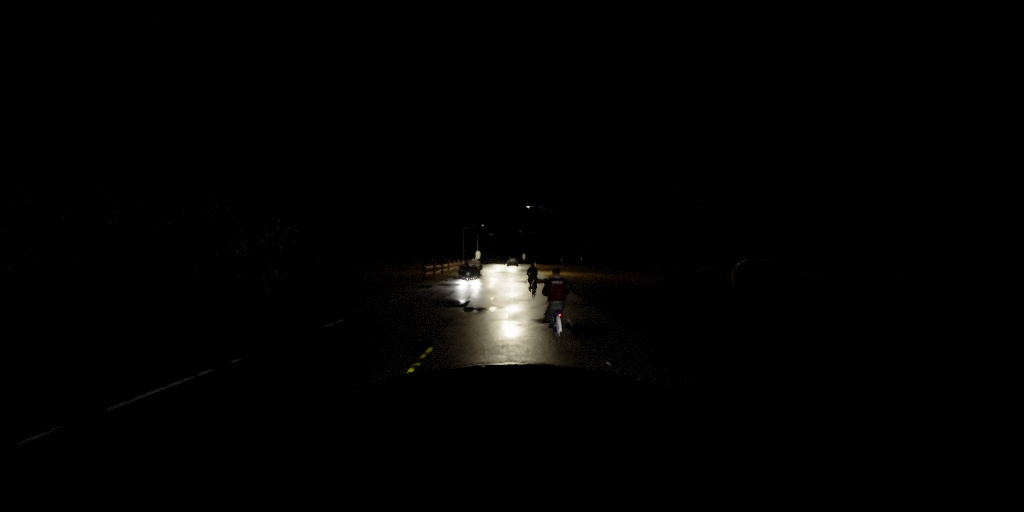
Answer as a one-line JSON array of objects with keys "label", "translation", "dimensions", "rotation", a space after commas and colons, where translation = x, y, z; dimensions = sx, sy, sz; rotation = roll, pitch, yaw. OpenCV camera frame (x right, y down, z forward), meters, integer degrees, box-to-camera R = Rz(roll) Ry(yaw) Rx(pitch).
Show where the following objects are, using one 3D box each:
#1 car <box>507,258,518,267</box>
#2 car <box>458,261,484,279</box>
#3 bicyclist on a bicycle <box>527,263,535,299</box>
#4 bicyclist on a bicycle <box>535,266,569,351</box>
[{"label": "car", "translation": [0.114, 1.346, 65.464], "dimensions": [1.994, 1.385, 4.181], "rotation": [0, 0, 0]}, {"label": "car", "translation": [-3.587, 1.197, 31.834], "dimensions": [2.128, 1.511, 4.902], "rotation": [0, 0, 0]}, {"label": "bicyclist on a bicycle", "translation": [0.971, 1.174, 16.801], "dimensions": [0.582, 1.620, 1.656], "rotation": [0, 0, 0]}, {"label": "bicyclist on a bicycle", "translation": [0.967, 1.111, 8.056], "dimensions": [0.659, 1.776, 1.843], "rotation": [0, 0, 0]}]
